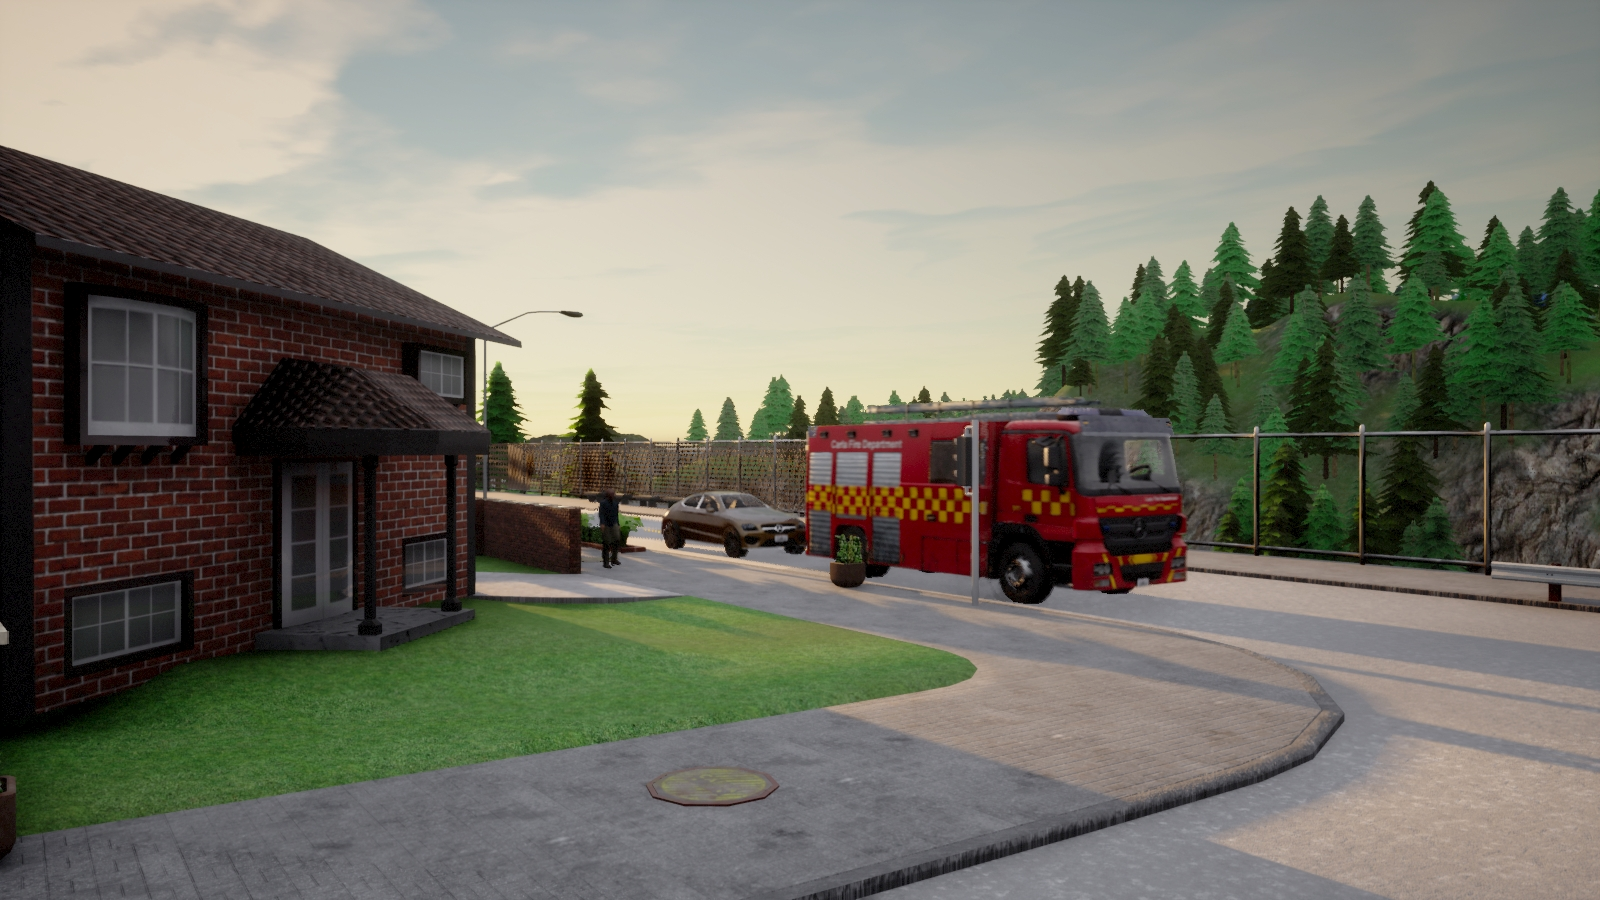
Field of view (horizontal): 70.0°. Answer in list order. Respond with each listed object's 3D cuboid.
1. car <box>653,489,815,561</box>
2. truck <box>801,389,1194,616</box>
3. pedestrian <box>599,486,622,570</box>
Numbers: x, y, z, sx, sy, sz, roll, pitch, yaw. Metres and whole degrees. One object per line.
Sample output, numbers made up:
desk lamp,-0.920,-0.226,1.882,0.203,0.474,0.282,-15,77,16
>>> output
car,-1.919,1.992,31.580,2.152,1.651,5.027,0,0,-35
truck,3.631,0.891,23.631,2.891,3.827,8.468,0,0,-35
pedestrian,-4.261,1.745,25.687,0.375,1.860,0.375,0,0,-35
